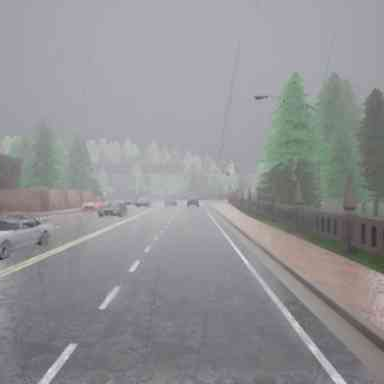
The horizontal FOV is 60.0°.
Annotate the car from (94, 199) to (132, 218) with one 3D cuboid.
[{"bbox_3d":[-7.080,1.595,30.178,1.994,1.385,4.181,0,0,0],"label":"car"}]

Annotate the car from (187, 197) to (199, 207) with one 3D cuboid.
[{"bbox_3d":[0.134,1.558,52.497,1.837,1.490,4.892,0,-2,0],"label":"car"}]

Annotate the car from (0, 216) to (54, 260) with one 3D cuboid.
[{"bbox_3d":[-7.092,1.614,12.600,1.895,1.301,4.718,0,0,0],"label":"car"}]

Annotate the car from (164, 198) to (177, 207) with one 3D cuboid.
[{"bbox_3d":[-3.366,1.659,53.215,1.895,1.301,4.718,0,0,0],"label":"car"}]

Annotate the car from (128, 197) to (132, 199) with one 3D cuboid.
[{"bbox_3d":[-10.469,1.628,57.648,1.994,1.385,4.181,0,0,0],"label":"car"}]

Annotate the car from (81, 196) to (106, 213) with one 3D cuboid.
[{"bbox_3d":[-10.731,1.395,37.287,2.097,1.767,4.553,0,0,3],"label":"car"}]

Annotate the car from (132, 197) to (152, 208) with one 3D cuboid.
[{"bbox_3d":[-7.036,1.531,48.742,1.882,1.535,5.008,0,0,0],"label":"car"}]
